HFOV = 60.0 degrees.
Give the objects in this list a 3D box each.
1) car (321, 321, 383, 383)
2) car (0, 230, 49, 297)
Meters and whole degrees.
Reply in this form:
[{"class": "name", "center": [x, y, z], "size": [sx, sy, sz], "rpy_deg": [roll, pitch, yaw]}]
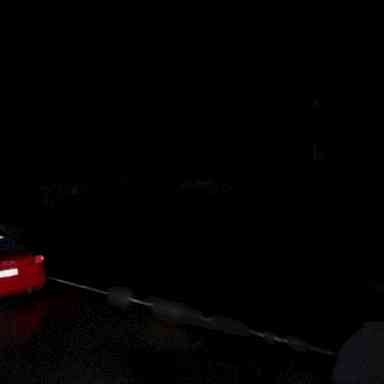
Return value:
[{"class": "car", "center": [3.167, 1.601, 1.721], "size": [4.718, 1.301, 1.895], "rpy_deg": [0, 0, 36]}, {"class": "car", "center": [-5.206, 1.564, 7.754], "size": [4.181, 1.385, 1.994], "rpy_deg": [0, 0, 37]}]
